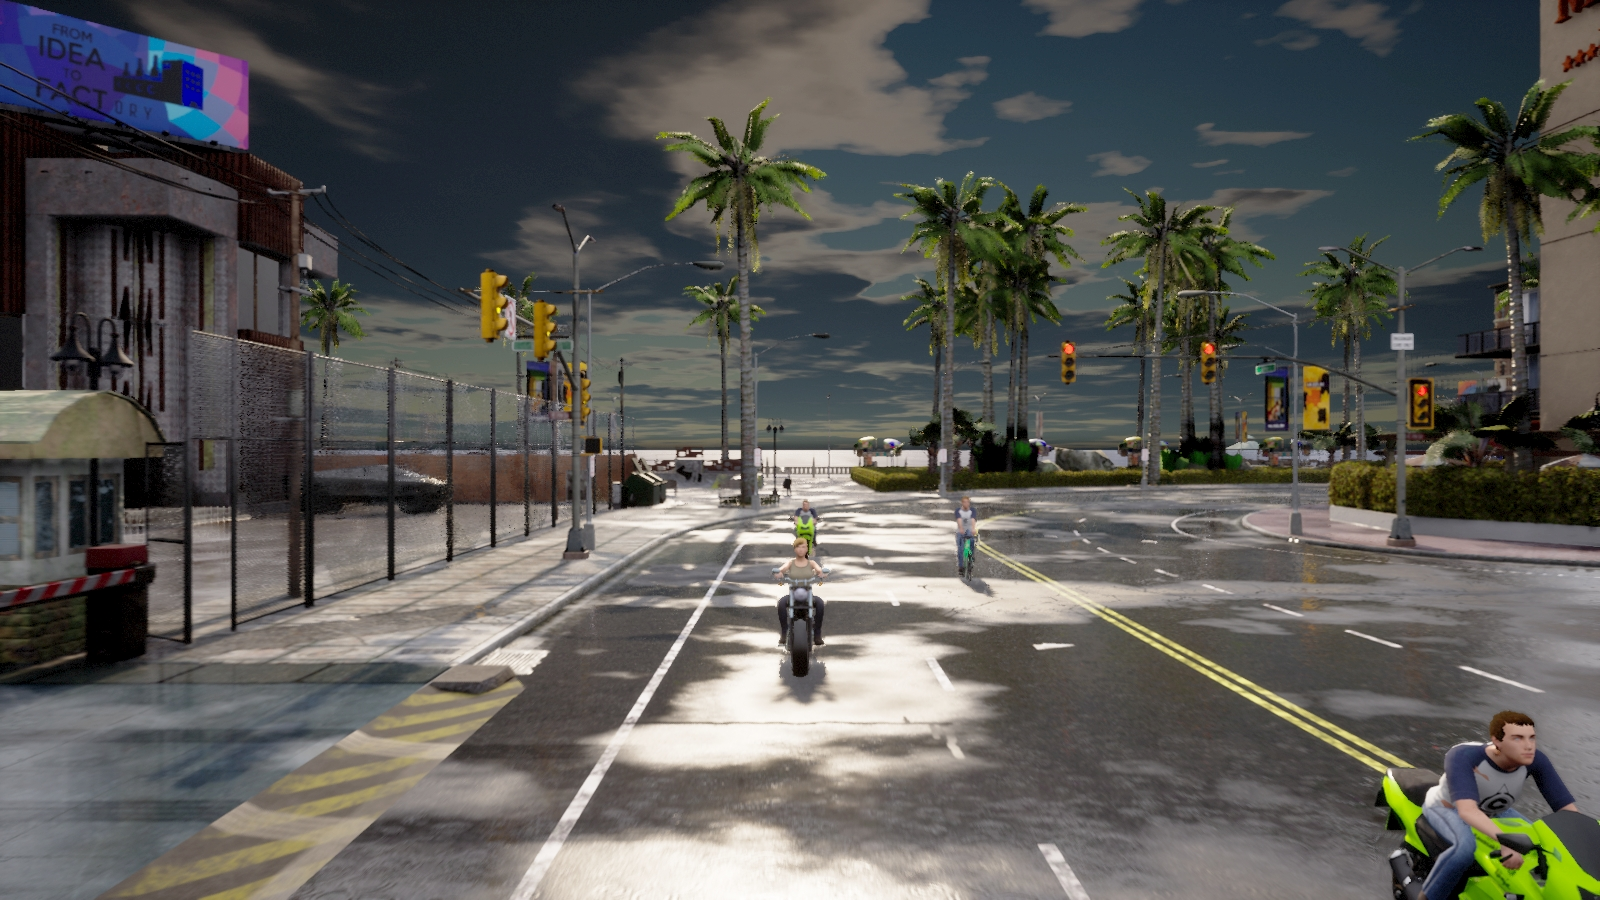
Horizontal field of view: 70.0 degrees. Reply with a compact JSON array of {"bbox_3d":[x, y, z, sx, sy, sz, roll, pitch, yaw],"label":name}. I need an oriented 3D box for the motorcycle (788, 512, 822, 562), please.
[{"bbox_3d":[0.146,2.213,29.423,0.803,1.145,2.033,0,0,2],"label":"motorcycle"}]

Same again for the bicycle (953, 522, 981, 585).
[{"bbox_3d":[3.600,2.206,24.702,0.373,1.196,1.643,0,1,1],"label":"bicycle"}]

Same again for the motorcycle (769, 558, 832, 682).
[{"bbox_3d":[0.009,2.170,15.019,0.764,1.277,2.356,0,0,0],"label":"motorcycle"}]

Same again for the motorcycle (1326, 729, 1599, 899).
[{"bbox_3d":[3.499,2.213,5.707,0.803,1.145,2.033,0,0,0],"label":"motorcycle"}]
